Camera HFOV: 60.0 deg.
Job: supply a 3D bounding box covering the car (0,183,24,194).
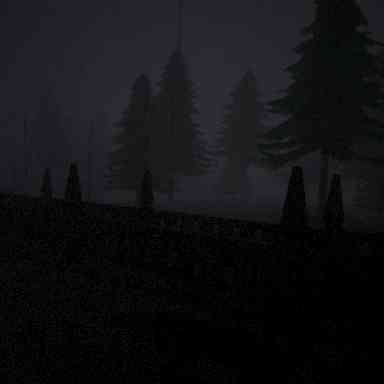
[{"bbox_3d":[-20.909,-0.217,36.183,2.128,1.511,4.902,4,2,37],"label":"car"}]
